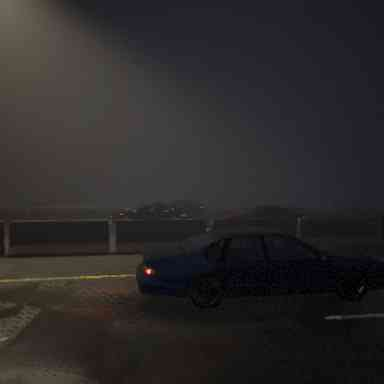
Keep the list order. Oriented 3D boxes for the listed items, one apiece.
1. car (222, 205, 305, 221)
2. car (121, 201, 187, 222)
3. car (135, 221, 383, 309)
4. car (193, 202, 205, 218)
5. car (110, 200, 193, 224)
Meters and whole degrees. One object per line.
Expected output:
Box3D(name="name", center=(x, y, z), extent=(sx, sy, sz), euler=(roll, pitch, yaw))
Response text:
Box3D(name="car", center=(3.989, 1.455, 18.468), extent=(4.674, 1.442, 1.812), euler=(0, 0, -7))
Box3D(name="car", center=(-2.804, 1.413, 24.537), extent=(4.674, 1.442, 1.812), euler=(0, 0, -9))
Box3D(name="car", center=(1.474, 1.518, 7.343), extent=(5.357, 1.411, 2.033), euler=(0, 0, -9))
Box3D(name="car", center=(-1.218, 1.401, 28.330), extent=(4.674, 1.442, 1.812), euler=(0, 0, -8))
Box3D(name="car", center=(-2.670, 1.408, 21.011), extent=(4.892, 1.490, 1.837), euler=(0, 0, -9))
